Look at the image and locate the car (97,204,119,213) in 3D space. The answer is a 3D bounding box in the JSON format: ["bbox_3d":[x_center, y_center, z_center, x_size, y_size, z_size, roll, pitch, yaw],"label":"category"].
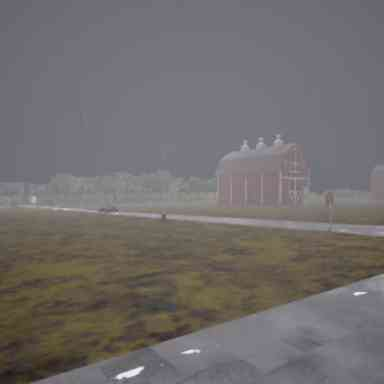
[{"bbox_3d":[-13.603,2.653,53.578,2.033,1.411,5.357,1,-2,-36],"label":"car"}]
